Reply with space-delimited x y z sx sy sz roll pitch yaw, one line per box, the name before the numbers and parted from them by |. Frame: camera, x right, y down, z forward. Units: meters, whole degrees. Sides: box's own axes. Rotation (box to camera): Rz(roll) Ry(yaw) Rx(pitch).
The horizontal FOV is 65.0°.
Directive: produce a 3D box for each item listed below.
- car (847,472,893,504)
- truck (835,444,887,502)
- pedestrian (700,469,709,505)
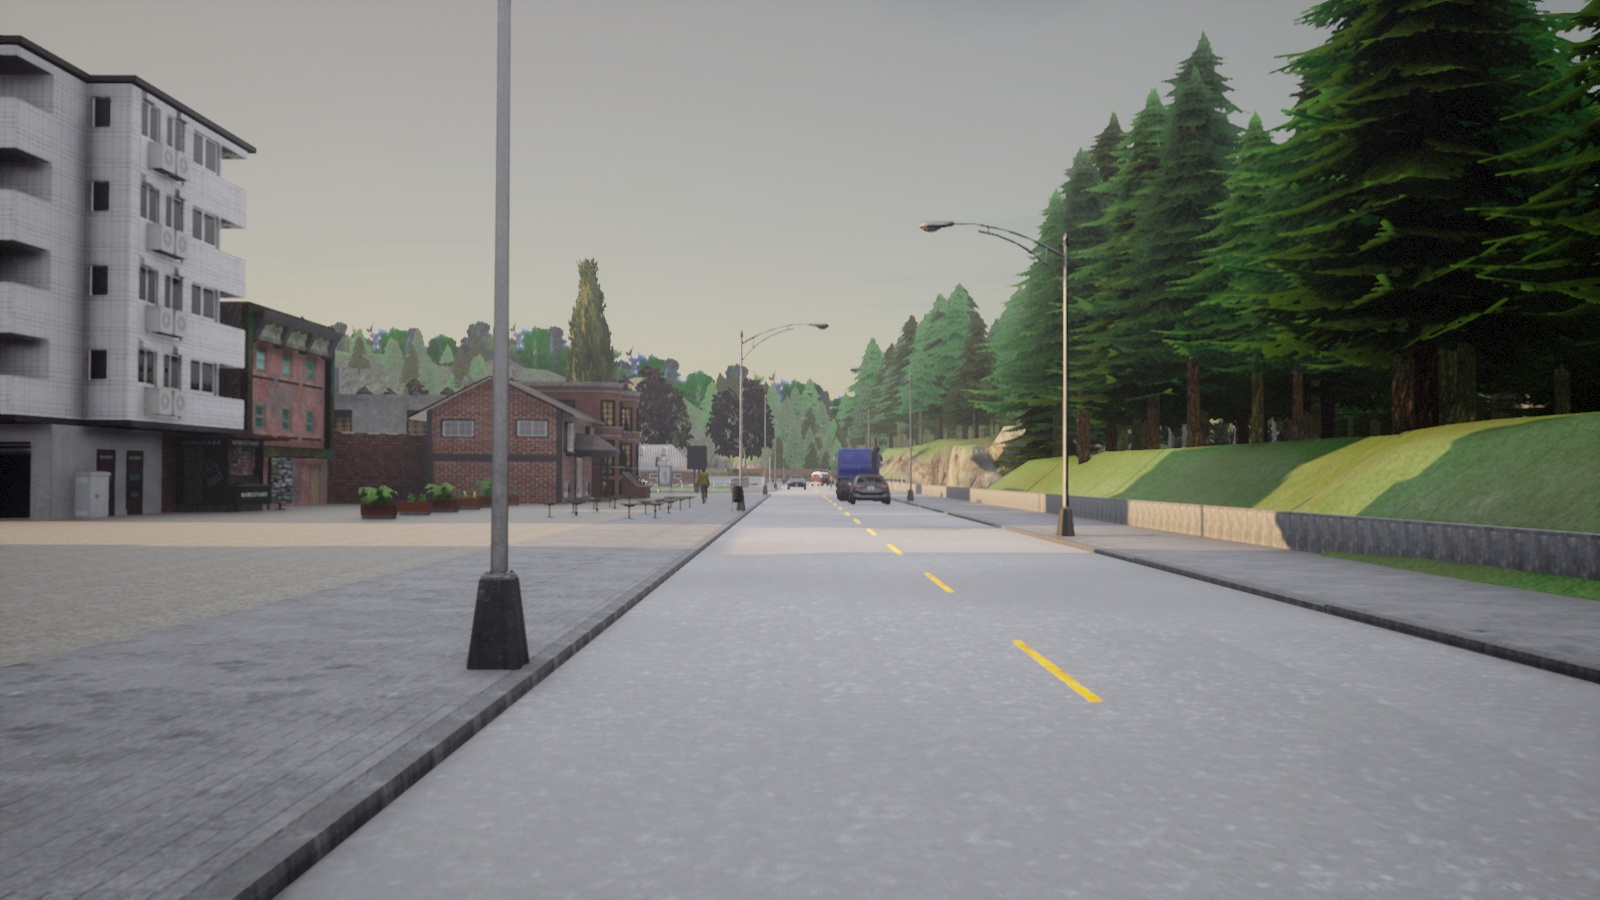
car | 3.832 2.089 69.764 2.242 1.667 4.611 0 -1 0
truck | 3.805 1.469 79.768 2.891 3.462 7.936 0 -1 0
pedestrian | -4.807 1.854 63.188 0.370 1.835 0.726 0 -1 2
